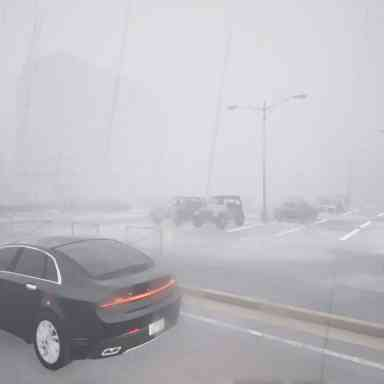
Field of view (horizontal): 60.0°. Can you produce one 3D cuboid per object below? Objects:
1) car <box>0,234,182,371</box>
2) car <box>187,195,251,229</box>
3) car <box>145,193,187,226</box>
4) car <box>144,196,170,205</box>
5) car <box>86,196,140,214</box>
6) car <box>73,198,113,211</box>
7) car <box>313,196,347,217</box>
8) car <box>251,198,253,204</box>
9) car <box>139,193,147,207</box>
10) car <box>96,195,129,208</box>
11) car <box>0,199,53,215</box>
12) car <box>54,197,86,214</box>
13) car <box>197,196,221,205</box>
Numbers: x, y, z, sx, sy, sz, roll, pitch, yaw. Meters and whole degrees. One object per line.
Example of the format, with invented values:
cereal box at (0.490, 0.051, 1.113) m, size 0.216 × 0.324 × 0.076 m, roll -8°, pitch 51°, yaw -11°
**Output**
car at (-2.429, 1.505, 5.733) m, size 4.892 × 1.490 × 1.837 m, roll 0°, pitch 0°, yaw 36°
car at (1.732, 1.156, 20.212) m, size 1.905 × 1.878 × 3.866 m, roll 0°, pitch 0°, yaw 34°
car at (-0.632, 1.153, 21.882) m, size 1.932 × 1.855 × 4.605 m, roll 0°, pitch 0°, yaw 34°
car at (-6.028, 1.526, 57.920) m, size 1.812 × 1.442 × 4.674 m, roll 0°, pitch 0°, yaw 35°
car at (-8.340, 1.491, 35.403) m, size 2.128 × 1.511 × 4.902 m, roll 0°, pitch 0°, yaw 34°
car at (-12.470, 1.526, 42.149) m, size 1.812 × 1.442 × 4.674 m, roll 0°, pitch 0°, yaw 34°
car at (13.779, 1.395, 33.146) m, size 1.970 × 1.475 × 3.806 m, roll 0°, pitch 0°, yaw 34°
car at (9.870, 1.505, 62.456) m, size 1.837 × 1.490 × 4.892 m, roll 0°, pitch 0°, yaw 34°
car at (-6.584, 1.221, 50.860) m, size 2.150 × 2.045 × 5.566 m, roll 0°, pitch 0°, yaw 34°
car at (-11.807, 1.352, 49.410) m, size 2.097 × 1.767 × 4.553 m, roll 0°, pitch 0°, yaw 34°
car at (-17.472, 1.601, 34.738) m, size 1.895 × 1.301 × 4.718 m, roll 0°, pitch 0°, yaw 34°
car at (-12.042, 1.352, 36.168) m, size 2.097 × 1.767 × 4.553 m, roll 0°, pitch 0°, yaw 34°
car at (3.107, 1.477, 58.678) m, size 1.882 × 1.535 × 5.008 m, roll 0°, pitch 0°, yaw 34°
